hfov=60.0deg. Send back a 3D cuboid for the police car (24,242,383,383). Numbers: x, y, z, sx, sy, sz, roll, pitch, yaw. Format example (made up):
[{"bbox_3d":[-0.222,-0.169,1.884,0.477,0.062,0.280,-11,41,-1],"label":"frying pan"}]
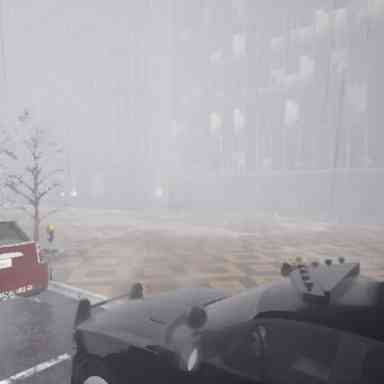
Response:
[{"bbox_3d":[0.975,1.415,2.724,5.238,1.638,1.930,1,1,35],"label":"police car"}]

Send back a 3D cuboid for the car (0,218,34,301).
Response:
[{"bbox_3d":[-5.163,1.244,6.751,4.553,1.767,2.097,1,1,27],"label":"car"}]
